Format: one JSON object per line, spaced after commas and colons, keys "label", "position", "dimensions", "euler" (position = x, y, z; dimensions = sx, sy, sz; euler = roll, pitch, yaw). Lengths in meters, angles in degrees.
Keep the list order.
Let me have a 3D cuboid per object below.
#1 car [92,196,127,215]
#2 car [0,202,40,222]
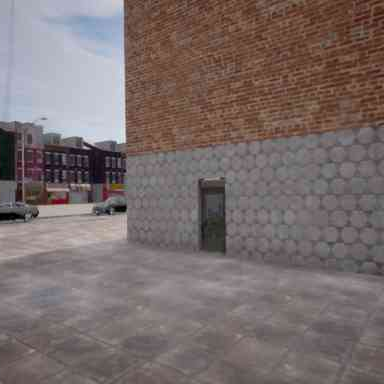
{"label": "car", "position": [-7.146, 1.194, 31.323], "dimensions": [2.097, 1.767, 4.553], "euler": [-2, 0, 36]}
{"label": "car", "position": [-13.157, 1.443, 23.054], "dimensions": [2.128, 1.511, 4.902], "euler": [-2, 0, 36]}
